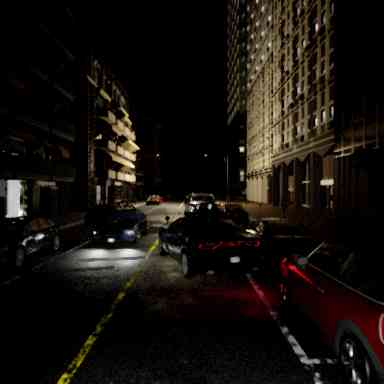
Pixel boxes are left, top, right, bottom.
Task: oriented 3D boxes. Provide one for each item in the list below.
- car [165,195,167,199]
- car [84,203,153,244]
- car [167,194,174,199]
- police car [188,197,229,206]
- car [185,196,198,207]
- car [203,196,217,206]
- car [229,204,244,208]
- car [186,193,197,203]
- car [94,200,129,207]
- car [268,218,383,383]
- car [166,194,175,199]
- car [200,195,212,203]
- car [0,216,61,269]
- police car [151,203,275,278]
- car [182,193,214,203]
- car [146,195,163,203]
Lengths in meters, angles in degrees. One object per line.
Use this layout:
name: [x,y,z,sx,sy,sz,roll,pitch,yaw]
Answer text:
car: [-5.770,1.311,55.965,1.802,1.307,4.206,0,0,0]
car: [-3.122,1.467,15.503,2.033,1.411,5.357,0,0,0]
car: [-5.811,1.160,84.208,2.008,1.369,4.403,0,0,0]
police car: [0.872,1.321,20.406,1.930,1.638,5.238,0,0,0]
car: [-0.041,1.272,47.371,1.837,1.490,4.892,0,0,0]
car: [2.618,1.299,50.328,1.887,1.381,4.507,0,0,0]
car: [2.659,1.453,22.086,1.947,1.339,4.313,0,0,0]
car: [-0.088,1.054,62.026,2.097,1.767,4.553,0,0,0]
car: [-5.722,1.452,22.074,1.947,1.339,4.313,0,0,0]
car: [2.683,1.413,5.139,1.967,1.590,4.097,0,0,0]
car: [-5.819,1.137,89.856,2.008,1.369,4.403,0,0,0]
car: [2.602,1.255,61.626,2.008,1.369,4.403,0,0,0]
car: [-5.706,1.494,10.777,2.008,1.369,4.403,0,0,0]
police car: [0.233,1.371,10.283,1.930,1.638,5.238,0,0,-18]
car: [0.634,1.090,26.321,2.150,2.045,5.566,0,0,-4]
car: [-5.762,1.195,50.316,1.967,1.590,4.097,0,0,0]
